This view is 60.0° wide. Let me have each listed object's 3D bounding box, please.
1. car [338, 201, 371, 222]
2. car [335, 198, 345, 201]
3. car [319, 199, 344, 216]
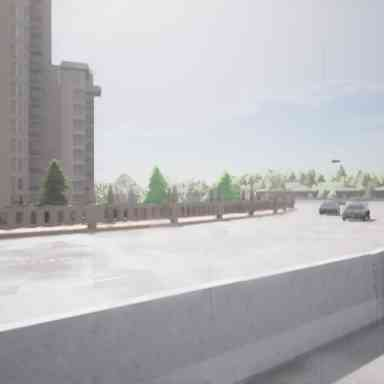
[{"bbox_3d":[14.580,1.789,29.383,1.837,1.490,4.892,0,-1,34],"label":"car"},{"bbox_3d":[29.843,2.071,67.633,2.097,1.767,4.553,0,-1,9],"label":"car"},{"bbox_3d":[15.578,1.858,37.437,1.882,1.535,5.008,0,-1,30],"label":"car"}]
